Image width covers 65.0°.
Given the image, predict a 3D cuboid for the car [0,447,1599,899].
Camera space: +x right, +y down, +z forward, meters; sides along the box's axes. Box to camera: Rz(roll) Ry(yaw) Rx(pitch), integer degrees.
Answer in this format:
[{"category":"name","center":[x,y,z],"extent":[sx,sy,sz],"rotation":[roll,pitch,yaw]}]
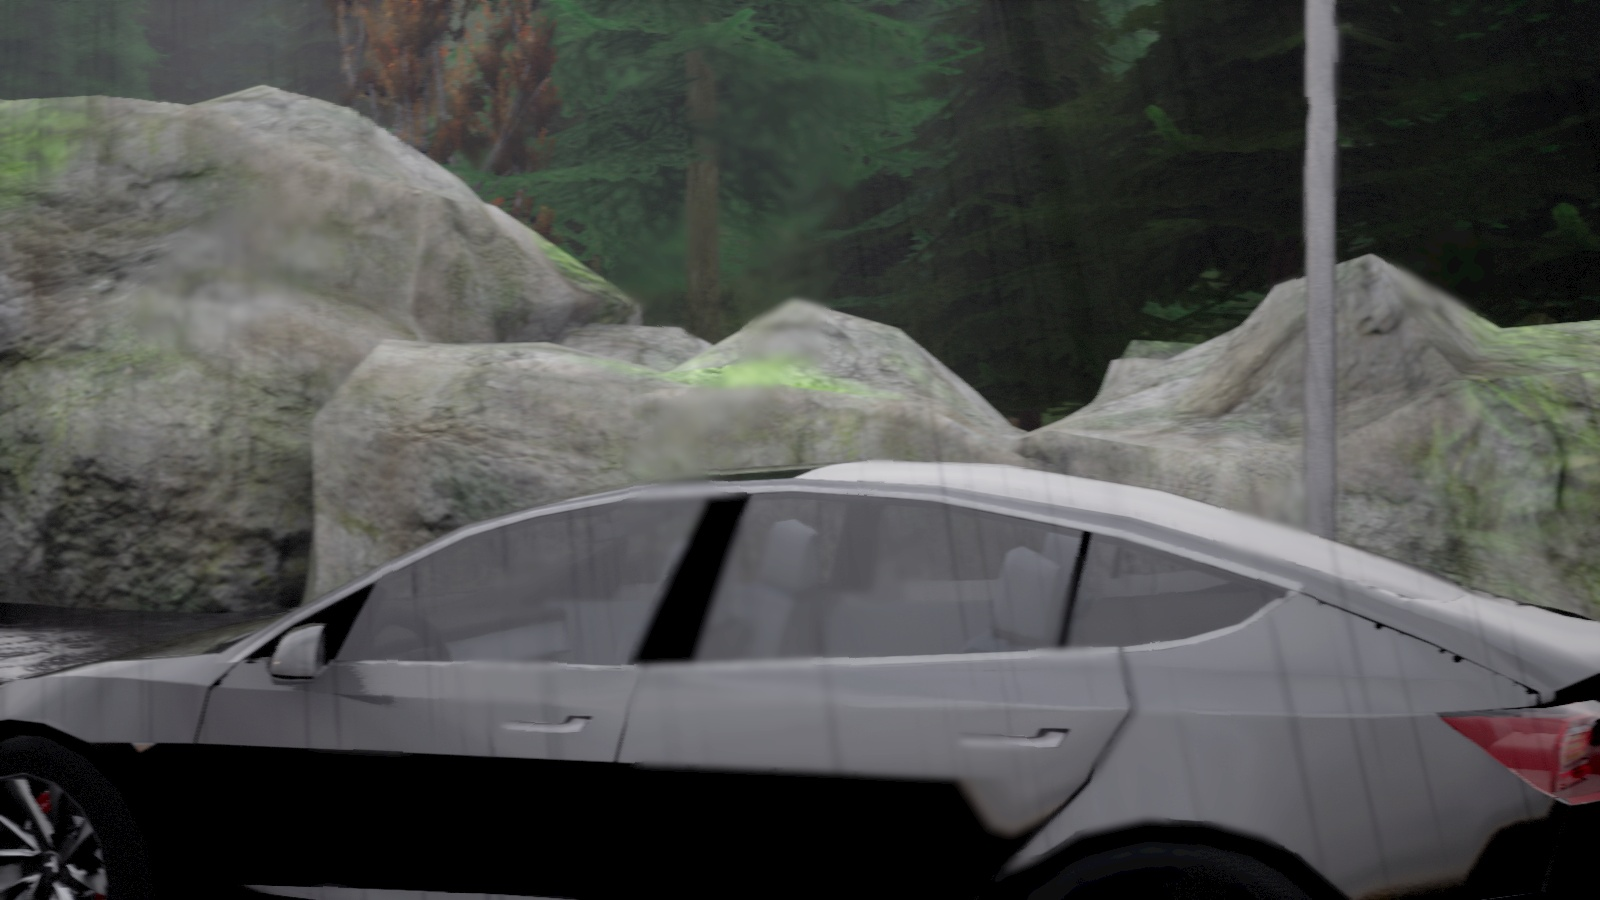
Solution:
[{"category":"car","center":[-0.421,0.765,3.862],"extent":[4.792,1.488,2.163],"rotation":[0,1,19]}]
